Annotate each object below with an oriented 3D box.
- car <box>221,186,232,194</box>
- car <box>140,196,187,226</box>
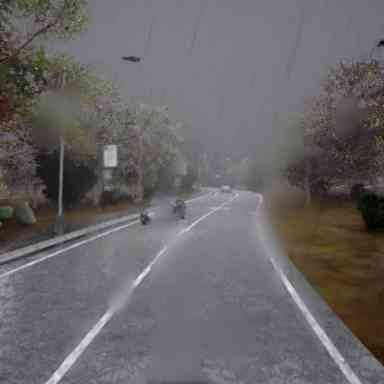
[{"bbox_3d":[6.220,-0.442,60.512,1.812,1.442,4.674,0,2,6],"label":"car"},{"bbox_3d":[-1.517,0.986,19.258,2.128,1.511,4.902,0,2,10],"label":"car"}]
